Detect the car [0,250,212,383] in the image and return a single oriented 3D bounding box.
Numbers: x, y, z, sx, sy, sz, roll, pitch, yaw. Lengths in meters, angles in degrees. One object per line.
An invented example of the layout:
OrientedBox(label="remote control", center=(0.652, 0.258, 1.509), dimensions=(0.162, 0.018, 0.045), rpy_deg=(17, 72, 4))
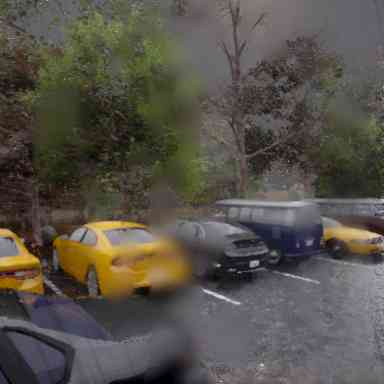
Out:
OrientedBox(label="car", center=(-2.412, 1.545, 2.270), dimensions=(5.357, 1.411, 2.033), rpy_deg=(0, 0, -36))

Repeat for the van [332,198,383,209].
OrientedBox(label="van", center=(6.955, 1.301, 14.902), dimensions=(1.878, 1.987, 4.442), rpy_deg=(0, 0, -36))

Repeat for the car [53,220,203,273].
OrientedBox(label="car", center=(-2.122, 1.491, 8.546), dimensions=(2.097, 1.535, 5.008), rpy_deg=(0, 0, -36))

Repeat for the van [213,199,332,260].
OrientedBox(label="van", center=(2.314, 1.283, 11.869), dimensions=(1.878, 1.987, 4.442), rpy_deg=(0, 0, -36))

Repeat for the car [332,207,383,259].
OrientedBox(label="car", center=(4.743, 1.515, 13.236), dimensions=(1.946, 1.575, 5.366), rpy_deg=(0, 0, -36))

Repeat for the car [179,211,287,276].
OrientedBox(label="car", center=(0.132, 1.501, 10.157), dimensions=(2.231, 1.521, 4.892), rpy_deg=(0, 0, -36))
